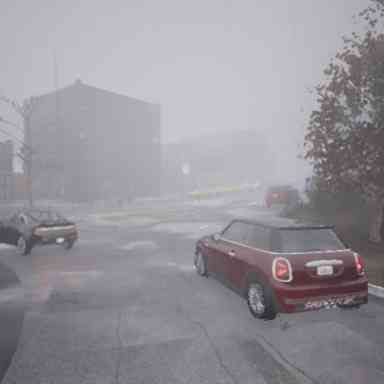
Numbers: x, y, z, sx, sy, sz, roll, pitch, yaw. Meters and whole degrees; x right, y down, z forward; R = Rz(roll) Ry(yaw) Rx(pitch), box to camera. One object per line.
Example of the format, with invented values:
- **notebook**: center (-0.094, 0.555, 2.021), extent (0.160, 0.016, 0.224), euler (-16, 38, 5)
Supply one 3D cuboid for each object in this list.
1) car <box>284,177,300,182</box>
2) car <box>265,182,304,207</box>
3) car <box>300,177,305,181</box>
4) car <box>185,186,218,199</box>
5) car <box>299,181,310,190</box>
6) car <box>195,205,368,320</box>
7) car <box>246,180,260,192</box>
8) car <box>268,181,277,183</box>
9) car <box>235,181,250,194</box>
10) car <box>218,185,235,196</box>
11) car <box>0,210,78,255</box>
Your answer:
- **car**: center (23.568, -2.271, 80.065), extent (2.231, 1.521, 4.892), euler (0, 3, 35)
- **car**: center (9.078, 0.365, 33.027), extent (2.150, 2.045, 5.566), euler (0, 3, 31)
- **car**: center (26.723, -2.854, 84.528), extent (2.435, 2.045, 5.566), euler (0, 3, 35)
- **car**: center (1.087, 0.077, 48.294), extent (1.946, 1.575, 5.366), euler (0, 4, 35)
- **car**: center (17.051, -0.488, 50.625), extent (1.812, 1.442, 4.674), euler (0, 3, 36)
- **car**: center (1.624, 1.348, 7.670), extent (2.097, 1.767, 4.553), euler (0, 0, -17)
- **car**: center (10.804, -1.189, 62.013), extent (2.435, 2.045, 5.566), euler (0, 3, 35)
- **car**: center (17.175, -1.574, 71.032), extent (2.163, 1.488, 4.792), euler (0, 3, 35)
- **car**: center (7.463, -0.591, 57.292), extent (1.946, 1.575, 5.366), euler (0, 3, 35)
- **car**: center (4.278, -0.259, 52.789), extent (1.946, 1.575, 5.366), euler (0, 3, 35)
- **car**: center (-6.459, 1.486, 13.337), extent (4.902, 1.511, 2.128), euler (0, 0, 42)
